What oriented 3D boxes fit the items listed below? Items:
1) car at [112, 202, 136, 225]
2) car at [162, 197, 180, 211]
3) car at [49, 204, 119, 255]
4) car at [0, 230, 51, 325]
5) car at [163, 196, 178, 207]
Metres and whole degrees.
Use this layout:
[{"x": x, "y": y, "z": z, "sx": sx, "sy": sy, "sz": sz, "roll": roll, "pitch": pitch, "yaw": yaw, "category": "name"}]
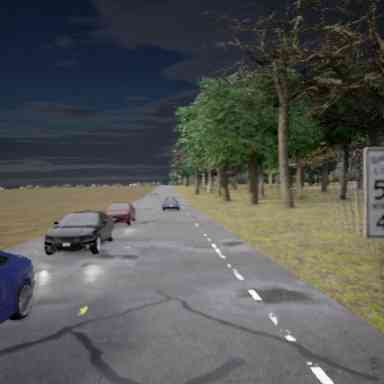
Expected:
[{"x": -5.173, "y": 1.490, "z": 24.075, "sx": 1.882, "sy": 1.535, "sz": 5.008, "roll": -1, "pitch": 0, "yaw": -4, "category": "car"}, {"x": -2.490, "y": 1.438, "z": 39.083, "sx": 1.994, "sy": 1.385, "sz": 4.181, "roll": -1, "pitch": 0, "yaw": -5, "category": "car"}, {"x": -4.478, "y": 1.528, "z": 13.877, "sx": 1.882, "sy": 1.535, "sz": 5.008, "roll": -1, "pitch": 0, "yaw": -4, "category": "car"}, {"x": -3.842, "y": 1.584, "z": 4.690, "sx": 1.812, "sy": 1.442, "sz": 4.674, "roll": -1, "pitch": 0, "yaw": -3, "category": "car"}, {"x": -3.218, "y": 1.358, "z": 49.484, "sx": 1.994, "sy": 1.385, "sz": 4.181, "roll": -1, "pitch": 1, "yaw": -4, "category": "car"}]
